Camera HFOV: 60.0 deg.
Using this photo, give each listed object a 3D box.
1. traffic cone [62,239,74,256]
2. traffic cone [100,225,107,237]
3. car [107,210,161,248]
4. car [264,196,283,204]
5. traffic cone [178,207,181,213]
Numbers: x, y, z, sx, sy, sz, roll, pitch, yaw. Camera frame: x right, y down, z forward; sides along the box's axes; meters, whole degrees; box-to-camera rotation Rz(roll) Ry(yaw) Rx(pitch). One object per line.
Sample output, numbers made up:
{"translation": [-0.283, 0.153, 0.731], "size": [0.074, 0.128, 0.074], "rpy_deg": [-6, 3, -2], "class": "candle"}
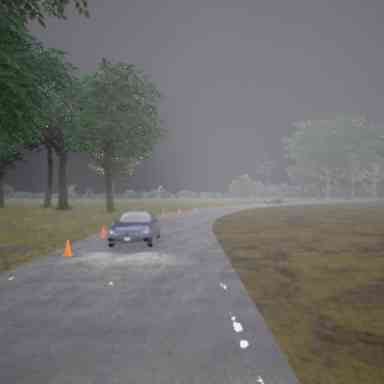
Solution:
{"translation": [-4.498, 1.999, 12.027], "size": [0.340, 0.580, 0.340], "rpy_deg": [0, 0, 0], "class": "traffic cone"}
{"translation": [-4.531, 2.009, 17.027], "size": [0.340, 0.580, 0.340], "rpy_deg": [0, 0, 0], "class": "traffic cone"}
{"translation": [-2.489, 1.572, 15.238], "size": [1.812, 1.442, 4.674], "rpy_deg": [0, 0, 1], "class": "car"}
{"translation": [15.188, 1.480, 61.831], "size": [2.128, 1.511, 4.902], "rpy_deg": [-1, 0, 39], "class": "car"}
{"translation": [-1.417, 2.025, 37.498], "size": [0.340, 0.580, 0.340], "rpy_deg": [0, 0, 18], "class": "traffic cone"}
